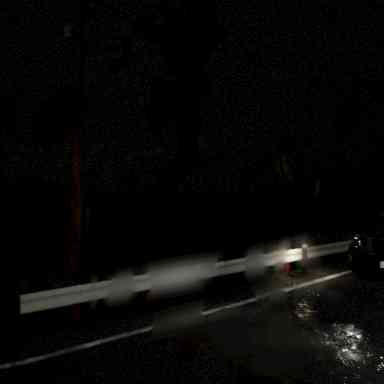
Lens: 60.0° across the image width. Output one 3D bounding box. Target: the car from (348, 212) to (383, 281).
[{"bbox_3d":[6.248,1.064,8.200,5.566,2.045,2.150,-2,1,-33],"label":"car"}]
